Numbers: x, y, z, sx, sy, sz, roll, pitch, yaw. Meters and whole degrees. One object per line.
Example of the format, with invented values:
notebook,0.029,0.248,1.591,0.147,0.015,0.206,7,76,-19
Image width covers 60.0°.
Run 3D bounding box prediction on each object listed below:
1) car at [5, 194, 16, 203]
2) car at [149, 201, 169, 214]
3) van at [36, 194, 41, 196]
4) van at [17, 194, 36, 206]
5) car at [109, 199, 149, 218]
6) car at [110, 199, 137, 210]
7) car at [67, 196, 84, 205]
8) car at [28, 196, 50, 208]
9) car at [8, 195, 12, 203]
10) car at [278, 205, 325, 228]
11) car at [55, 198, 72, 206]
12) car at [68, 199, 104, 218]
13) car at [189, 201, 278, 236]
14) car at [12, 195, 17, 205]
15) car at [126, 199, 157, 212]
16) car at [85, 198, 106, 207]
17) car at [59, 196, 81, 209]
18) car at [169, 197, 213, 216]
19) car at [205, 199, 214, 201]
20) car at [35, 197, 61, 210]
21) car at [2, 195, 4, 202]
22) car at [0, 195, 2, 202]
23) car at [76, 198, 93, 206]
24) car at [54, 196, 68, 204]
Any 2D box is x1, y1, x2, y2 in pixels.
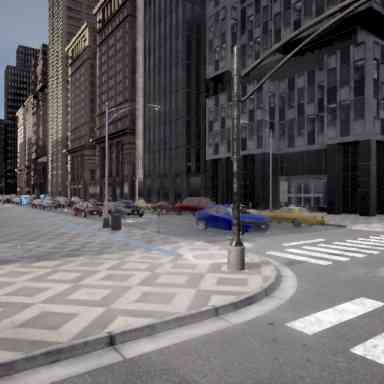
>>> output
car,-39.046,1.530,72.602,2.192,1.841,5.009,0,0,-35
car,-2.965,1.643,36.391,1.887,1.381,4.507,0,0,-35
van,-38.570,1.622,86.683,1.690,1.788,3.998,0,0,-35
van,-29.335,1.505,58.885,1.690,1.788,3.998,0,0,-35
car,-6.077,1.633,30.653,1.994,1.385,4.181,0,0,-35
car,-9.439,1.680,45.535,2.008,1.369,4.403,0,0,-35
car,-22.386,1.634,63.823,1.967,1.590,4.097,0,0,-35
car,-22.860,1.712,49.740,1.802,1.307,4.206,0,0,-35
car,-35.808,1.779,68.029,1.802,1.307,4.206,0,0,-35
car,6.646,1.578,22.814,1.752,1.417,4.829,0,0,-35
car,-23.536,1.780,60.842,1.895,1.301,4.718,0,0,-36
car,-9.913,1.612,31.451,1.887,1.381,4.507,0,0,-35
car,2.191,1.508,18.962,1.882,1.535,5.008,0,0,-35
car,-32.473,1.705,63.318,1.752,1.417,4.829,0,0,-35
car,-6.301,1.639,41.102,1.752,1.417,4.829,0,0,-35
car,-15.912,1.727,54.679,1.947,1.339,4.313,0,0,-35
car,-17.664,1.690,47.169,1.994,1.385,4.181,0,0,-35
car,0.271,1.398,31.820,2.192,1.841,5.009,0,0,-35
car,3.410,1.593,27.386,1.752,1.417,4.829,0,0,-35
car,-19.624,1.696,45.168,1.802,1.307,4.206,0,0,-35
car,-42.282,1.814,77.174,1.802,1.307,4.206,0,0,-35
car,-45.519,1.690,81.746,1.967,1.590,4.097,0,0,-35
car,-19.149,1.760,59.251,1.802,1.307,4.206,0,0,-35
car,-28.859,1.668,72.967,1.967,1.590,4.097,0,0,-35
